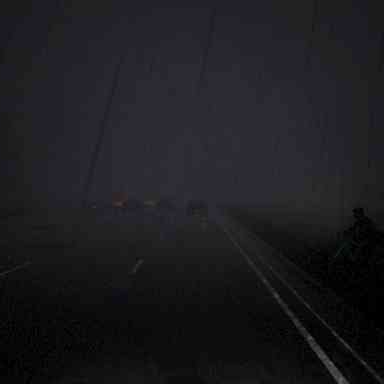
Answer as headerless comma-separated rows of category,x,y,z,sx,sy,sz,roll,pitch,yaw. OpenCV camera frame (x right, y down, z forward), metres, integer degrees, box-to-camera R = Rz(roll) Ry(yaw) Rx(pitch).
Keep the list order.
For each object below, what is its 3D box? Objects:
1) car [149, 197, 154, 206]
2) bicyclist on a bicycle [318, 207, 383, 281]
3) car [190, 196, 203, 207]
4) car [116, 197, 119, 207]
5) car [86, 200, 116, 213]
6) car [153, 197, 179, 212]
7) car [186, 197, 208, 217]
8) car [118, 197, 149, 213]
car,-6.310,1.444,49.954,1.882,1.535,5.008,0,0,1
bicyclist on a bicycle,3.799,1.196,7.593,1.656,1.620,0.582,12,1,2
car,0.712,1.444,51.742,1.882,1.535,5.008,0,0,1
car,-9.839,1.446,47.731,1.882,1.535,5.008,0,0,1
car,-9.976,1.539,36.125,1.994,1.385,4.181,0,0,0
car,-2.946,1.452,38.665,1.882,1.535,5.008,0,0,1
car,0.467,1.470,31.674,2.128,1.511,4.902,0,0,1
car,-6.464,1.453,37.300,1.882,1.535,5.008,0,0,1
